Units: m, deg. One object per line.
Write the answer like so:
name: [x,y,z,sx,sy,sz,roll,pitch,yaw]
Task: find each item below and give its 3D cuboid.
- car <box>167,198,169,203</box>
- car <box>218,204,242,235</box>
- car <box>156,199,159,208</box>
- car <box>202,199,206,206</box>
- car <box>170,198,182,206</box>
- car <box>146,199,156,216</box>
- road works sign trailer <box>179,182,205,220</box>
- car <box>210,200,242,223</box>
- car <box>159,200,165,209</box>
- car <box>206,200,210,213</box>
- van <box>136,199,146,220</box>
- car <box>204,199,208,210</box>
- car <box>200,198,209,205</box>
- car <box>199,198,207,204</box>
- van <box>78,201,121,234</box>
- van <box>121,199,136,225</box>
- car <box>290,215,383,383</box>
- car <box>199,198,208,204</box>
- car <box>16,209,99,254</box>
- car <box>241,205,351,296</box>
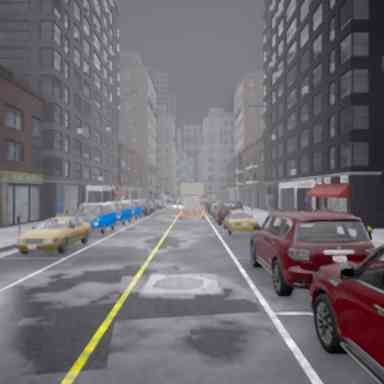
car: [-5.682,2.111,59.073,1.802,1.307,4.206,-1,0,0]
car: [2.851,1.713,20.145,1.752,1.417,4.829,-1,-1,0]
car: [-5.682,1.825,42.318,1.967,1.590,4.097,-1,-1,0]
car: [2.855,1.999,47.903,1.947,1.339,4.313,-1,0,0]
car: [-3.008,2.160,71.799,2.128,1.511,4.902,0,0,0]
car: [-5.683,1.651,36.734,2.192,1.841,5.009,-1,-1,0]
road works sign trailer: [0.003,0.749,30.989,2.380,3.560,2.880,0,-1,0]
car: [2.849,1.551,25.563,2.192,1.841,5.009,-1,-1,0]
car: [-5.683,1.922,53.489,1.967,1.590,4.097,-1,0,0]
car: [2.853,1.862,36.902,1.752,1.417,4.829,-1,-1,0]
van: [-5.682,1.628,31.148,1.690,1.788,3.998,-1,-1,0]
car: [2.854,1.950,42.318,1.947,1.339,4.313,-1,0,0]
car: [2.858,2.195,76.002,1.752,1.417,4.829,-1,0,0]
car: [2.860,2.340,87.003,1.802,1.307,4.206,-1,0,0]
van: [-5.681,1.527,19.976,1.690,1.788,3.998,-1,-1,0]
van: [-5.682,1.578,25.562,1.690,1.788,3.998,-1,-1,0]
car: [2.846,1.346,3.220,2.192,1.841,5.009,-1,-1,0]
car: [2.859,2.279,81.418,1.947,1.339,4.313,-1,0,0]
car: [-5.678,1.659,14.219,1.752,1.417,4.829,-1,-1,0]
car: [2.847,1.398,8.806,2.192,1.841,5.009,-1,-1,0]
